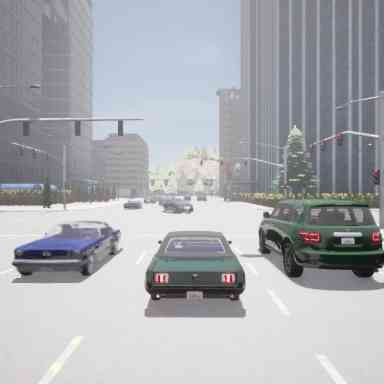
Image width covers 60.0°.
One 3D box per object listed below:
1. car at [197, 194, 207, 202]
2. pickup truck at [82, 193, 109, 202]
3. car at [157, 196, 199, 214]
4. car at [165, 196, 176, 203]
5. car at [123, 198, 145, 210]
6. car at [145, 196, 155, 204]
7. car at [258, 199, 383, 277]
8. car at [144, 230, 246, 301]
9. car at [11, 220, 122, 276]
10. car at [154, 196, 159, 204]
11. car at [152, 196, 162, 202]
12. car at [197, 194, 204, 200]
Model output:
[{"bbox_3d":[2.373,1.348,78.765,2.097,1.767,4.553,0,0,-1],"label":"car"},{"bbox_3d":[-21.173,1.058,73.355,2.390,2.098,6.274,0,0,30],"label":"pickup truck"},{"bbox_3d":[-1.554,1.491,35.137,2.128,1.511,4.902,0,0,-27],"label":"car"},{"bbox_3d":[-4.494,1.517,69.382,2.128,1.511,4.902,0,0,-1],"label":"car"},{"bbox_3d":[-7.696,1.601,43.258,1.895,1.301,4.718,0,0,-1],"label":"car"},{"bbox_3d":[-7.953,1.493,62.438,2.128,1.511,4.902,0,0,0],"label":"car"},{"bbox_3d":[3.585,1.221,10.330,2.150,2.045,5.566,0,0,0],"label":"car"},{"bbox_3d":[0.074,1.601,8.301,1.895,1.301,4.718,0,0,0],"label":"car"},{"bbox_3d":[-3.593,1.601,10.436,1.895,1.301,4.718,0,0,0],"label":"car"},{"bbox_3d":[-4.356,1.491,53.570,2.128,1.511,4.902,0,0,-1],"label":"car"},{"bbox_3d":[-8.115,1.538,77.867,1.994,1.385,4.181,0,0,-1],"label":"car"},{"bbox_3d":[2.227,1.386,89.046,1.882,1.535,5.008,0,0,-1],"label":"car"}]
